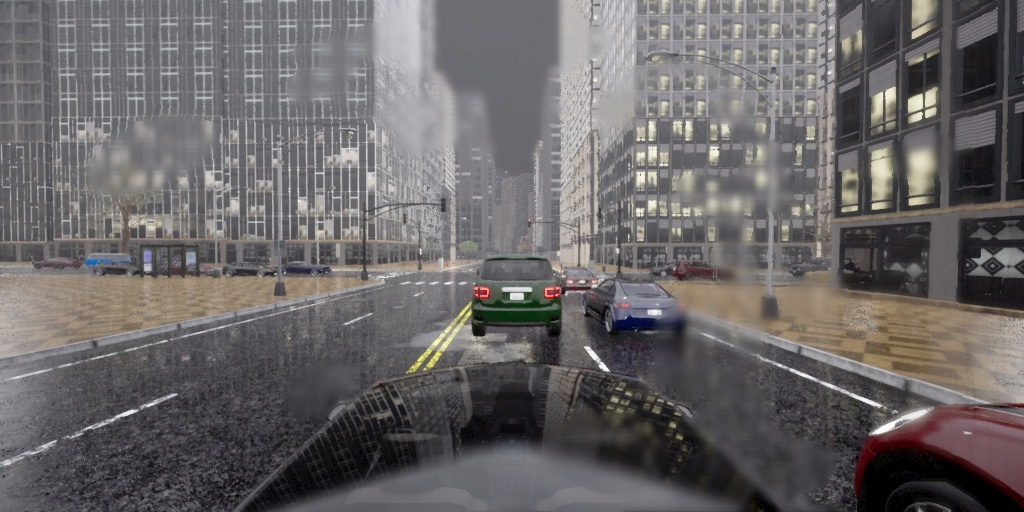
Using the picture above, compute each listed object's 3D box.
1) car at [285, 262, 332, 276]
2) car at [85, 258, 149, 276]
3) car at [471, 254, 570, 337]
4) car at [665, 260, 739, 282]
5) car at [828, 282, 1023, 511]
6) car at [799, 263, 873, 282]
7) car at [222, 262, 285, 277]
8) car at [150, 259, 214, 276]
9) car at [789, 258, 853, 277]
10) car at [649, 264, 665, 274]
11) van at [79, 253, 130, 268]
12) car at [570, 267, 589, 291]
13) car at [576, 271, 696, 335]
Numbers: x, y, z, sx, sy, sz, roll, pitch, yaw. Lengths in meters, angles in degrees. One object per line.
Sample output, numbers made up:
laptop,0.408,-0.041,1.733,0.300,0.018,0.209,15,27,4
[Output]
car,-19.672,1.190,33.800,4.718,1.301,1.895,1,1,1
car,-34.048,1.068,31.483,4.313,1.339,1.948,0,0,1
car,0.114,0.967,10.434,2.150,2.045,5.566,0,0,0
car,16.240,1.268,30.568,5.009,1.841,2.192,0,0,1
car,3.344,1.103,0.484,2.097,1.767,4.553,0,0,0
car,27.688,1.577,30.353,4.829,1.417,1.751,0,0,1
car,-22.684,1.172,31.158,4.313,1.339,1.948,0,0,1
car,-28.368,1.136,31.300,4.207,1.307,1.802,0,0,1
car,31.198,1.204,36.059,5.566,2.045,2.150,0,1,1
car,16.470,1.365,36.369,4.892,1.490,1.837,0,1,-1
van,-45.226,0.603,40.161,3.998,1.789,1.690,0,0,1
car,3.381,1.287,19.771,2.033,1.411,5.357,0,0,0
car,3.370,1.309,10.528,1.994,1.385,4.181,0,0,-1
